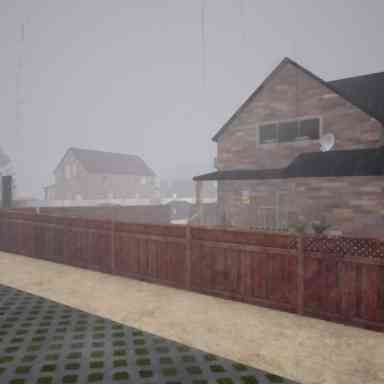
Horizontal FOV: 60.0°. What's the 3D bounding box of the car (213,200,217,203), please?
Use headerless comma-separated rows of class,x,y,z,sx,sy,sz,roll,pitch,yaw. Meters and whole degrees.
car,4.162,1.742,46.141,1.882,1.535,5.008,0,0,36

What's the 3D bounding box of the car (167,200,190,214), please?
car,-1.788,1.699,37.812,1.837,1.490,4.892,0,0,35

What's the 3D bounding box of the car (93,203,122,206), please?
car,-7.705,1.676,29.484,2.033,1.411,5.357,0,0,36
